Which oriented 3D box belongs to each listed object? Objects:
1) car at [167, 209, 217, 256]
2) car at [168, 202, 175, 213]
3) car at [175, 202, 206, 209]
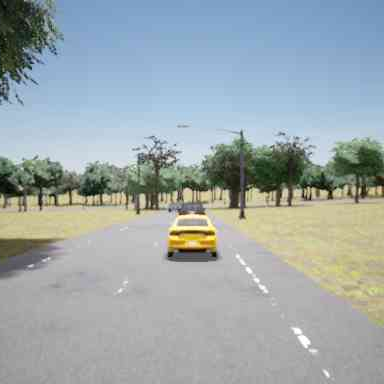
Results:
[{"bbox_3d":[0.029,1.726,14.282,1.882,1.535,5.008,0,-1,0],"label":"car"},{"bbox_3d":[-3.514,3.009,65.701,2.150,2.045,5.566,0,-2,0],"label":"car"},{"bbox_3d":[0.011,1.857,27.673,2.150,2.045,5.566,0,-1,0],"label":"car"}]
